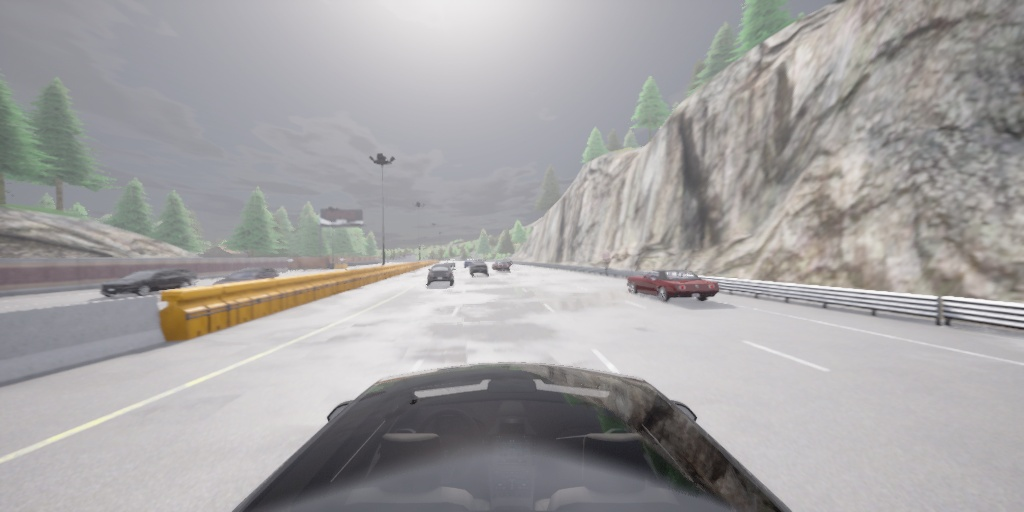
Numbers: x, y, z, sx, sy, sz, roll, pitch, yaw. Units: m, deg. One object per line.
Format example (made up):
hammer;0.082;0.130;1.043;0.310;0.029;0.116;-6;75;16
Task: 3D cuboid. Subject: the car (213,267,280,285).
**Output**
car;-15.292;1.568;20.882;1.994;1.385;4.181;-1;0;-7

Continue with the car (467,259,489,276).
car;-3.626;1.322;38.988;1.837;1.490;4.892;-1;0;-9

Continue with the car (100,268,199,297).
car;-22.521;1.600;22.332;1.882;1.535;5.008;-1;0;-8

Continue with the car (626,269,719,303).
car;6.896;1.241;16.078;1.895;1.301;4.718;-1;0;-6

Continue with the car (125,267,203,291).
car;-26.909;1.697;27.994;1.837;1.490;4.892;-1;1;-9

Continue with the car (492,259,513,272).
car;-1.540;1.386;48.265;1.895;1.301;4.718;-1;0;-10

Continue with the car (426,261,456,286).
car;-5.272;1.367;26.810;1.812;1.442;4.674;-1;0;-8
